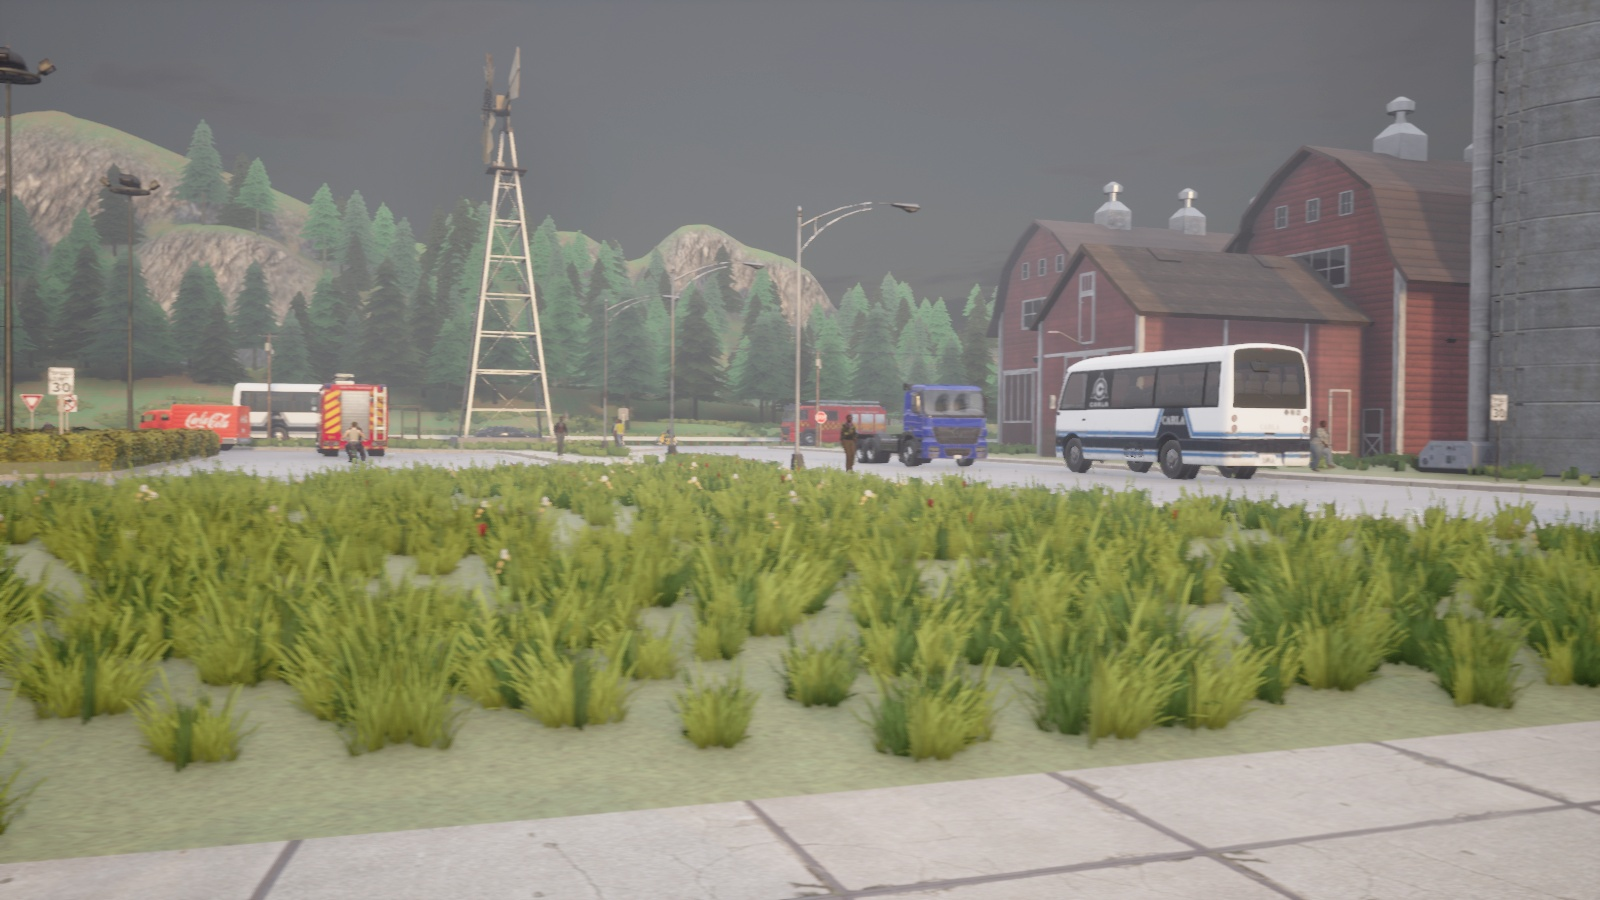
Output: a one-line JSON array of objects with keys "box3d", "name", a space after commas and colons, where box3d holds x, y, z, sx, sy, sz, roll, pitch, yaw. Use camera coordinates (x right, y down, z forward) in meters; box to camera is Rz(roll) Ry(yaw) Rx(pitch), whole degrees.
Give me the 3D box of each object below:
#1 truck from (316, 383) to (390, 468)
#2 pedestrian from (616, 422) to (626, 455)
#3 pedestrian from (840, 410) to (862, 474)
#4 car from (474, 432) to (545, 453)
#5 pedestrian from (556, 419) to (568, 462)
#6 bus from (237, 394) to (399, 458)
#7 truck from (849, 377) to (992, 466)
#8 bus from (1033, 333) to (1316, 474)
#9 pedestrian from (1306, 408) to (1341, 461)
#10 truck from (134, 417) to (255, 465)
[{"box3d": [-21.910, -1.182, 61.271, 2.891, 3.827, 8.468, -1, 1, -23], "name": "truck"}, {"box3d": [-9.919, -0.653, 69.618, 0.354, 1.836, 0.706, -1, 1, -26], "name": "pedestrian"}, {"box3d": [1.550, -0.239, 38.241, 0.395, 1.930, 0.692, -1, 1, -21], "name": "pedestrian"}, {"box3d": [-21.235, -0.556, 91.752, 4.892, 1.490, 1.837, -1, 1, -19], "name": "car"}, {"box3d": [-10.855, -0.424, 57.238, 0.402, 1.930, 0.666, -1, 1, -23], "name": "pedestrian"}, {"box3d": [-33.396, -1.718, 87.521, 10.273, 4.253, 3.944, -1, 1, -19], "name": "bus"}, {"box3d": [4.945, -1.183, 53.434, 2.891, 3.462, 7.936, -1, 1, -20], "name": "truck"}, {"box3d": [12.410, -1.488, 43.213, 3.944, 4.253, 10.273, -1, 1, -20], "name": "bus"}, {"box3d": [18.332, -0.547, 43.974, 0.900, 1.855, 0.874, 0, 1, 43], "name": "pedestrian"}, {"box3d": [-32.340, -0.484, 67.189, 5.204, 2.467, 2.627, -1, 1, -6], "name": "truck"}]
